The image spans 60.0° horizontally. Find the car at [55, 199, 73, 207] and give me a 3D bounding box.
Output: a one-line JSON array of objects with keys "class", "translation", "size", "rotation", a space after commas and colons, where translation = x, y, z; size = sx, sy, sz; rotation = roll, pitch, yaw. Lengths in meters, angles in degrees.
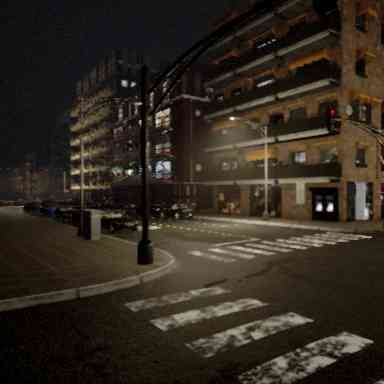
[{"class": "car", "translation": [-24.287, 2.103, 63.011], "size": [2.008, 1.369, 4.403], "rotation": [-1, 0, -35]}]

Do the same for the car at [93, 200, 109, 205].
[{"class": "car", "translation": [-11.219, 1.911, 44.692], "size": [2.008, 1.369, 4.403], "rotation": [-1, 0, -35]}]

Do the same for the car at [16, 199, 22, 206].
[{"class": "car", "translation": [-35.714, 2.223, 69.248], "size": [1.994, 1.385, 4.181], "rotation": [-1, 0, -36]}]

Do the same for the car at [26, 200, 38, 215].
[{"class": "car", "translation": [-18.036, 1.977, 39.875], "size": [2.008, 1.369, 4.403], "rotation": [-1, 0, -35]}]

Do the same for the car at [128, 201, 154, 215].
[{"class": "car", "translation": [-4.685, 1.836, 35.533], "size": [1.947, 1.339, 4.313], "rotation": [-1, 0, -35]}]

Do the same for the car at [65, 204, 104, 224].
[{"class": "car", "translation": [-8.233, 1.875, 26.134], "size": [1.802, 1.307, 4.206], "rotation": [-1, 0, -35]}]

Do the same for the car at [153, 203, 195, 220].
[{"class": "car", "translation": [-1.418, 1.778, 30.953], "size": [2.008, 1.369, 4.403], "rotation": [-1, 0, -35]}]

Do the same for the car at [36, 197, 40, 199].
[{"class": "car", "translation": [-34.088, 2.285, 76.751], "size": [1.802, 1.307, 4.206], "rotation": [-1, 0, -35]}]

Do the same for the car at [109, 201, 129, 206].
[{"class": "car", "translation": [-7.954, 1.755, 40.112], "size": [1.967, 1.590, 4.097], "rotation": [-1, 0, -35]}]

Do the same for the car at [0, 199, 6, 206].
[{"class": "car", "translation": [-44.175, 2.373, 76.517], "size": [2.008, 1.369, 4.403], "rotation": [-1, 0, -35]}]

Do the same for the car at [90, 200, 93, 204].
[{"class": "car", "translation": [-14.488, 1.847, 49.272], "size": [1.967, 1.590, 4.097], "rotation": [-1, 0, -35]}]

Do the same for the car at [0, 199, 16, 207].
[{"class": "car", "translation": [-37.640, 2.263, 67.357], "size": [1.887, 1.381, 4.507], "rotation": [-1, 0, -35]}]

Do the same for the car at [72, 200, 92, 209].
[{"class": "car", "translation": [-17.853, 1.982, 53.990], "size": [1.752, 1.417, 4.829], "rotation": [-1, 0, -35]}]

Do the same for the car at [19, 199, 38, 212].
[{"class": "car", "translation": [-21.303, 2.018, 44.456], "size": [1.887, 1.381, 4.507], "rotation": [-1, 0, -35]}]

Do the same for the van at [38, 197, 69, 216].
[{"class": "van", "translation": [-14.773, 1.722, 35.294], "size": [1.690, 1.788, 3.998], "rotation": [-1, 0, -35]}]

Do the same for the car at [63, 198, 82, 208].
[{"class": "car", "translation": [-21.022, 1.943, 58.431], "size": [1.967, 1.590, 4.097], "rotation": [-1, 0, -35]}]

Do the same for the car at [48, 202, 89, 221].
[{"class": "car", "translation": [-11.501, 1.887, 30.714], "size": [2.008, 1.369, 4.403], "rotation": [-1, 0, -35]}]

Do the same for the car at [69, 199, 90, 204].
[{"class": "car", "translation": [-13.887, 1.933, 38.649], "size": [1.837, 1.490, 4.892], "rotation": [-1, 0, -36]}]

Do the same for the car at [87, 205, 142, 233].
[{"class": "car", "translation": [-4.966, 1.802, 21.554], "size": [2.008, 1.369, 4.403], "rotation": [-1, 0, -35]}]

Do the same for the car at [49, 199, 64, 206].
[{"class": "car", "translation": [-27.554, 2.183, 67.592], "size": [1.802, 1.307, 4.206], "rotation": [-1, 0, -35]}]
